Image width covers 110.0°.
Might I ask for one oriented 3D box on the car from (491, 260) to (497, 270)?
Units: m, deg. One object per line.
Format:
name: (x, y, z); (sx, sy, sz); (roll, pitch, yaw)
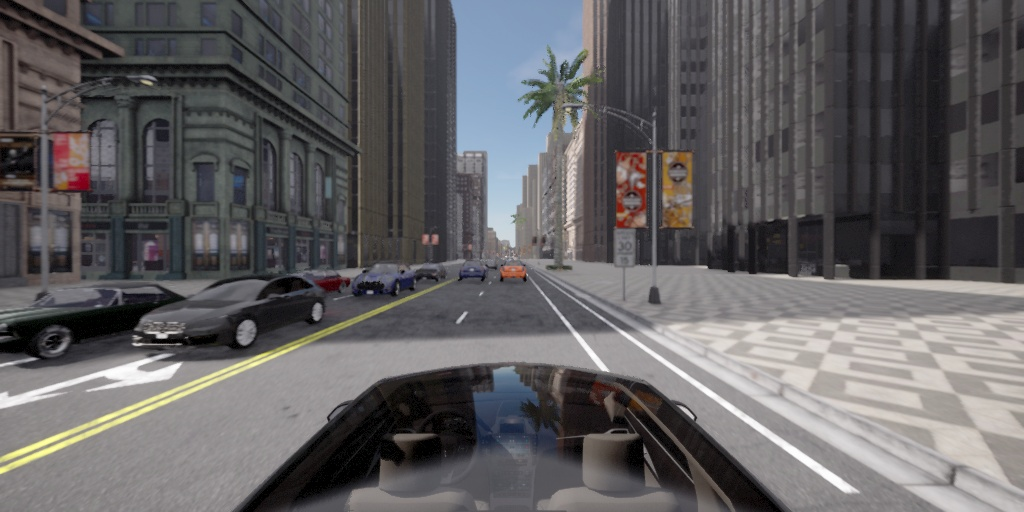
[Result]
car: (-3.141, 1.305, 53.800); (1.994, 1.385, 4.181); (0, 0, 0)

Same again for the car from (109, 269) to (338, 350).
car: (-6.599, 1.254, 9.160); (1.837, 1.490, 4.892); (0, 0, -1)

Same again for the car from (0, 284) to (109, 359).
car: (-9.845, 1.350, 8.474); (1.895, 1.301, 4.718); (0, 0, -3)

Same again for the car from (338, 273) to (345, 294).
car: (-9.829, 1.348, 17.643); (1.895, 1.301, 4.718); (0, 0, 0)

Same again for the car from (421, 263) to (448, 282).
car: (-6.491, 1.293, 29.347); (2.033, 1.411, 5.357); (0, 0, 0)

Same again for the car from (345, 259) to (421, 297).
car: (-6.572, 1.099, 18.905); (2.097, 1.767, 4.553); (0, 0, 1)

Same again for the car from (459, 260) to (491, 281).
car: (-3.141, 1.097, 30.121); (2.097, 1.767, 4.553); (0, 0, 0)

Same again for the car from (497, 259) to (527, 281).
car: (0.111, 1.097, 30.180); (2.097, 1.767, 4.553); (0, 0, 0)
